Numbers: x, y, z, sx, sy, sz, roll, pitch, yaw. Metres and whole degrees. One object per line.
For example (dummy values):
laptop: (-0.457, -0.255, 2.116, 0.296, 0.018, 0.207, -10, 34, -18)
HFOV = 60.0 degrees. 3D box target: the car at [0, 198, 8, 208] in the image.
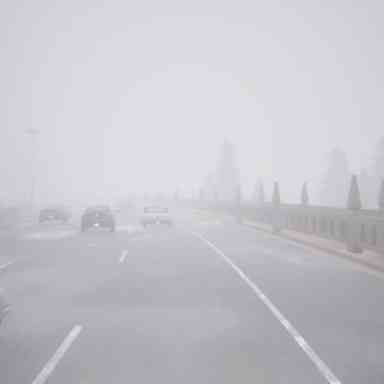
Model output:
car: (-27.855, 1.697, 48.141, 1.837, 1.490, 4.892, 0, 0, -31)

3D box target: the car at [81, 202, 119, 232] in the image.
car: (-5.625, 1.532, 20.323, 1.837, 1.490, 4.892, 0, 0, -11)

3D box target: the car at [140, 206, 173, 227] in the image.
car: (-2.604, 1.625, 23.061, 1.895, 1.301, 4.718, 0, 0, -12)

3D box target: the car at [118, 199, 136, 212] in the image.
car: (-8.033, 1.579, 40.156, 1.837, 1.490, 4.892, 0, 0, -22)

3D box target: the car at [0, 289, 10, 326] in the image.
car: (-3.522, 1.607, 2.719, 1.895, 1.301, 4.718, 0, 0, -2)

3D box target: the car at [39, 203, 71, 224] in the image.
car: (-10.420, 1.575, 25.482, 1.812, 1.442, 4.674, 0, 0, -14)
